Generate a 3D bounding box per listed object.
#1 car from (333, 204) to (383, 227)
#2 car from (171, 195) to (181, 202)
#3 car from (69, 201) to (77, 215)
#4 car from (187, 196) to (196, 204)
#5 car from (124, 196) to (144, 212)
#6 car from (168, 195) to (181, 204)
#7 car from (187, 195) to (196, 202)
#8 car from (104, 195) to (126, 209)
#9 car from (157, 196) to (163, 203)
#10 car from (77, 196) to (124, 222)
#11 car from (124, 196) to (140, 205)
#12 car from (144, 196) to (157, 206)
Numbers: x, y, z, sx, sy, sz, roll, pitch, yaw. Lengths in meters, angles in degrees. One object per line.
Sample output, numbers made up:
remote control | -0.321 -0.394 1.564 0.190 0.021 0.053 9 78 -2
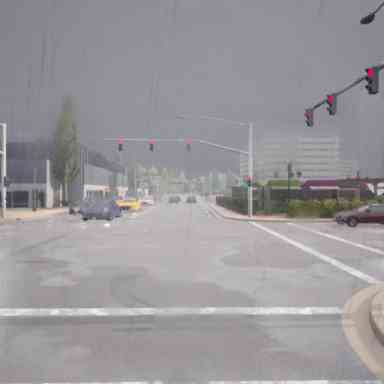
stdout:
car | 11.773 1.519 21.960 4.674 1.442 1.812 0 0 1
car | -3.610 1.401 74.879 1.994 1.385 4.181 0 0 0
car | -10.647 1.481 33.071 2.128 1.511 4.902 0 0 0
car | -0.095 1.471 64.610 2.128 1.511 4.902 0 0 0
car | -7.153 1.466 38.239 1.882 1.535 5.008 0 0 0
car | -3.595 1.527 64.605 2.033 1.411 5.357 0 0 0
car | -0.110 1.444 74.916 1.895 1.301 4.718 0 0 0
car | -10.662 1.337 46.458 2.097 1.767 4.553 0 0 0
car | -7.101 1.532 69.187 2.033 1.411 5.357 0 0 0
car | -7.135 1.343 26.486 2.097 1.767 4.553 0 0 0
car | -10.658 1.487 59.333 1.837 1.490 4.892 0 0 0
car | -7.159 1.509 52.812 1.812 1.442 4.674 0 0 0
